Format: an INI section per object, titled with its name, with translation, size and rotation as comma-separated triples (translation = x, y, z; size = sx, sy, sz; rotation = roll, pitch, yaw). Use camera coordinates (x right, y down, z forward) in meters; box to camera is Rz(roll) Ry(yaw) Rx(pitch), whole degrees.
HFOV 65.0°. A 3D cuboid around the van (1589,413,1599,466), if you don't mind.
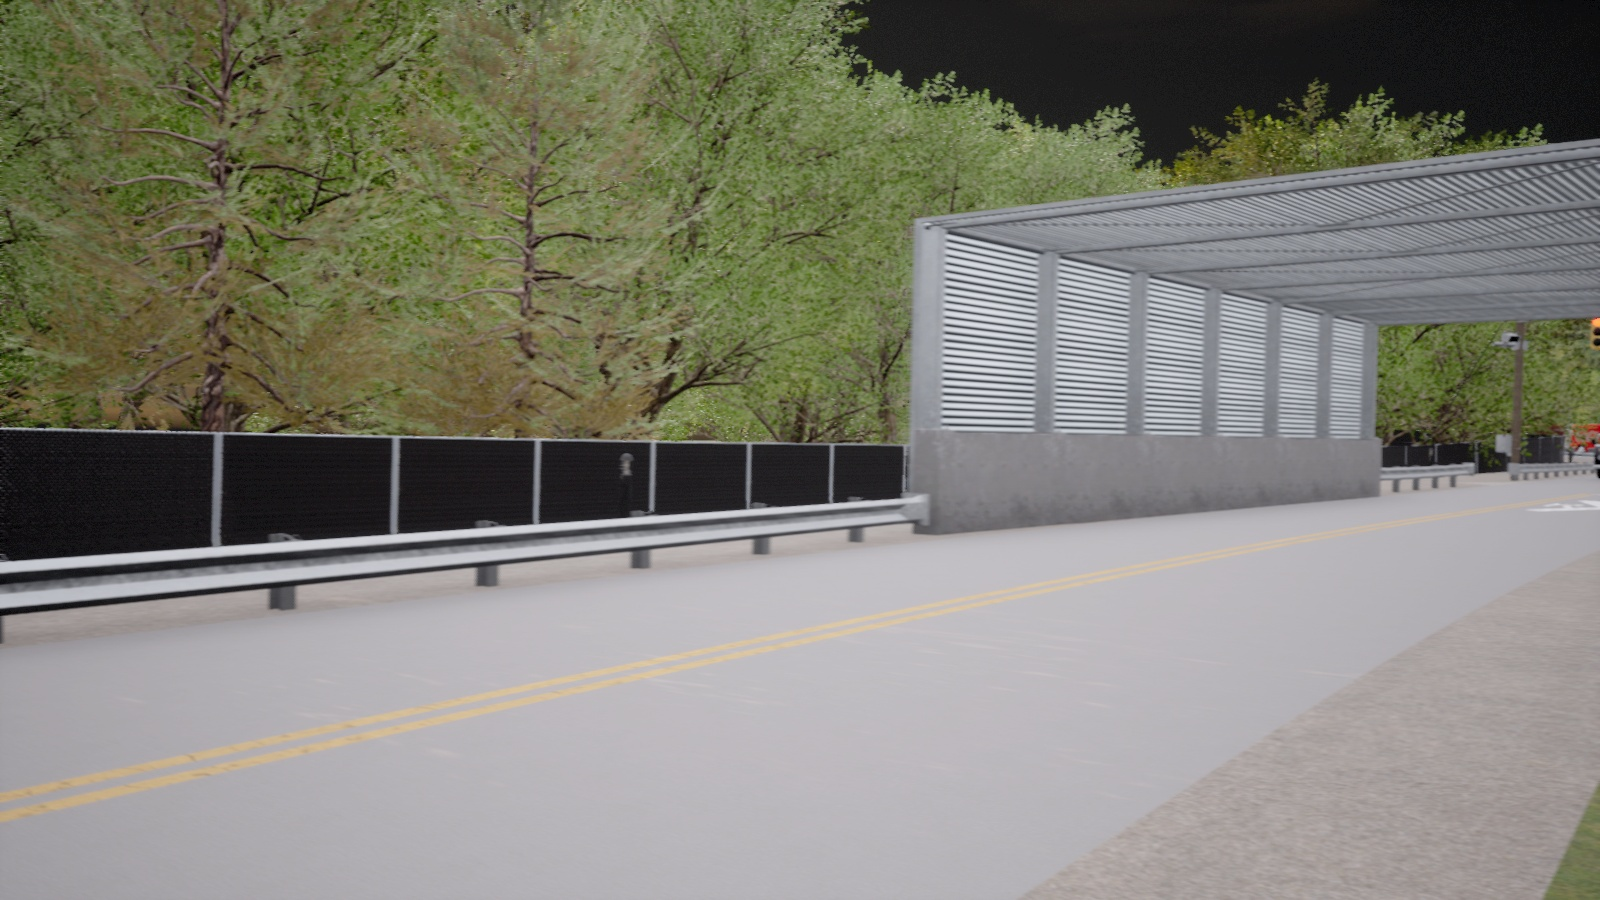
[van]
translation = 33.105, -0.433, 50.032
size = 2.069, 2.038, 4.480
rotation = 1, 2, 42
